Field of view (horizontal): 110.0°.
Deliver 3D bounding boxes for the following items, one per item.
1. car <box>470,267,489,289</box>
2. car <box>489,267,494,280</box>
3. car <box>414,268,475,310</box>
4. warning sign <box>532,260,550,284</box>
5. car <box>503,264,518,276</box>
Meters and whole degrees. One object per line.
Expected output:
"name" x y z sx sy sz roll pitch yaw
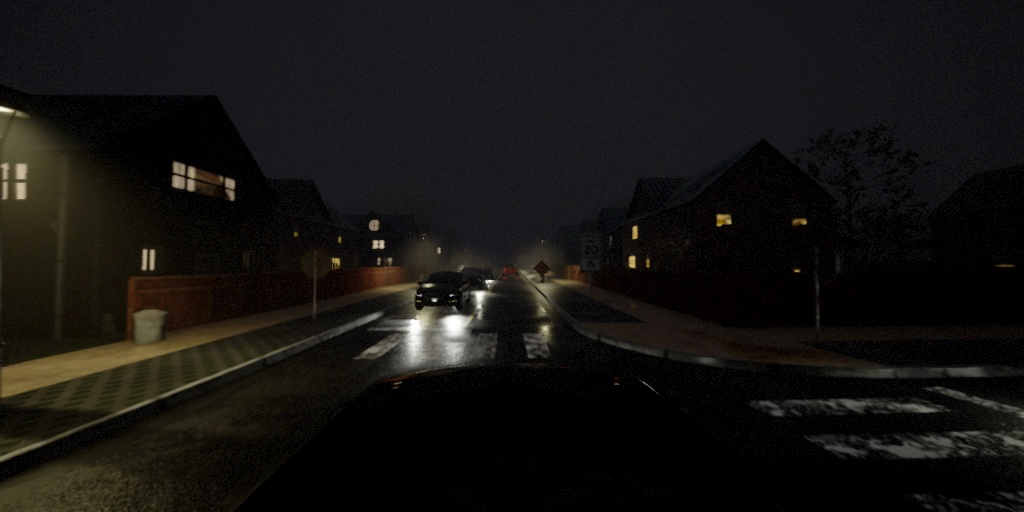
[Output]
"car" -2.995 1.600 26.749 1.882 1.535 5.008 0 -1 0
"car" -3.048 1.919 39.755 1.994 1.385 4.181 0 -1 0
"car" -2.929 1.453 15.925 1.837 1.490 4.892 0 -1 0
"warning sign" 2.367 1.257 28.097 1.300 1.860 1.060 0 0 0
"car" -0.190 1.911 50.549 2.097 1.767 4.553 0 -1 -1
